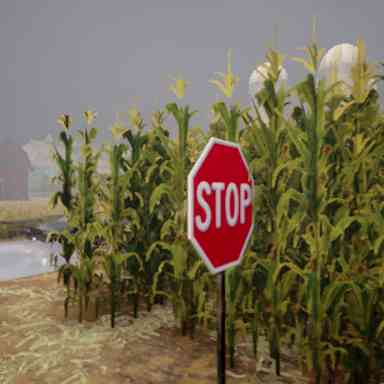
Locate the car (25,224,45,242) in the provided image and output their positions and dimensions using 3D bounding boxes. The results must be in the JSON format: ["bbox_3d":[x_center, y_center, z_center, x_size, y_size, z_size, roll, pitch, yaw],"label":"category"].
[{"bbox_3d":[-5.603,1.751,17.183,2.033,1.411,5.357,0,-1,34],"label":"car"}]
